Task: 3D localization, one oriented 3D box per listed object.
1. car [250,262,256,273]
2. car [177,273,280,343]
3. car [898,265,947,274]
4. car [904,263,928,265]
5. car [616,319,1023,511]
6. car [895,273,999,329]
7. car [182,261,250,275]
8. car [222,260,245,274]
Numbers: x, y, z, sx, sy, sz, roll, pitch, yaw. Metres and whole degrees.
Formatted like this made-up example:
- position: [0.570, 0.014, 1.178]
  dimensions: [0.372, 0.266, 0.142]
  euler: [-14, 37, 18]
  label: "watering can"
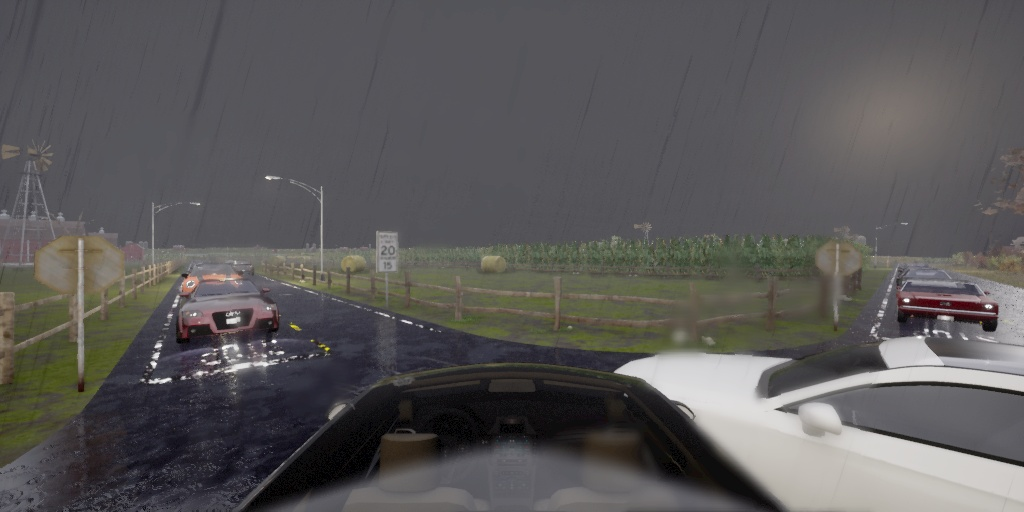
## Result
- position: [-26.883, 1.274, 35.716]
  dimensions: [2.128, 1.511, 4.902]
  euler: [0, 0, -41]
  label: "car"
- position: [-7.914, 1.353, 9.950]
  dimensions: [1.994, 1.385, 4.181]
  euler: [0, 0, -42]
  label: "car"
- position: [20.644, 1.355, 17.909]
  dimensions: [5.357, 1.411, 2.033]
  euler: [0, 1, -43]
  label: "car"
- position: [27.416, 1.391, 24.144]
  dimensions: [4.181, 1.385, 1.994]
  euler: [0, 1, -43]
  label: "car"
- position: [2.844, 1.293, 2.333]
  dimensions: [1.812, 1.442, 4.674]
  euler: [0, 1, -44]
  label: "car"
- position: [13.548, 1.393, 11.365]
  dimensions: [4.718, 1.301, 1.895]
  euler: [0, 1, -43]
  label: "car"
- position: [-13.672, 1.136, 16.449]
  dimensions: [2.097, 1.767, 4.553]
  euler: [0, 0, -42]
  label: "car"
- position: [-33.583, 1.293, 43.193]
  dimensions: [1.837, 1.490, 4.892]
  euler: [0, 0, -41]
  label: "car"
